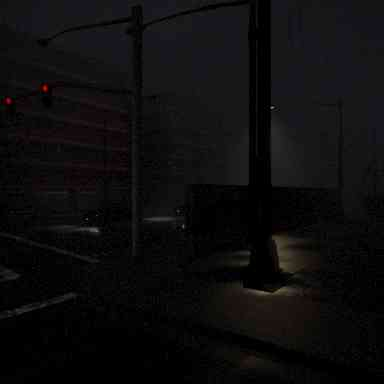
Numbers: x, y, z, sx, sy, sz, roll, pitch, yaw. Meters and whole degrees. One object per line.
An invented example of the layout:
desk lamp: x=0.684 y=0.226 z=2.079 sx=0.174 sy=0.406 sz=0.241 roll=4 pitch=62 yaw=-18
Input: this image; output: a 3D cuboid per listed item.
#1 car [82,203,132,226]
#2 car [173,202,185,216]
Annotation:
car: x=-5.616 y=1.526 z=23.898 sx=1.812 sy=1.442 sz=4.674 roll=0 pitch=0 yaw=35
car: x=0.168 y=1.491 z=32.167 sx=2.128 sy=1.511 sz=4.902 roll=0 pitch=0 yaw=35
